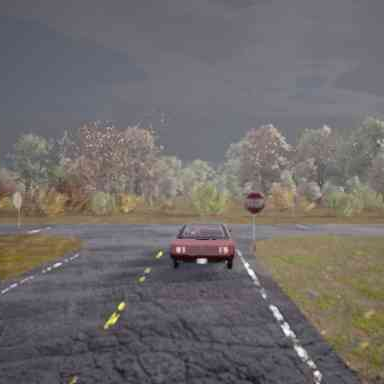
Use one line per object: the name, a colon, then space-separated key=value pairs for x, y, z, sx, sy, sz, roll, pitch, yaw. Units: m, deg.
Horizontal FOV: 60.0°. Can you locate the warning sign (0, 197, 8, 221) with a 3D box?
warning sign: x=-15.532 y=1.305 z=26.480 sx=1.060 sy=1.860 sz=1.300 roll=0 pitch=-1 yaw=2

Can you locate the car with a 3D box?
car: x=0.443 y=1.677 z=11.601 sx=1.895 sy=1.301 sz=4.718 roll=0 pitch=0 yaw=4
